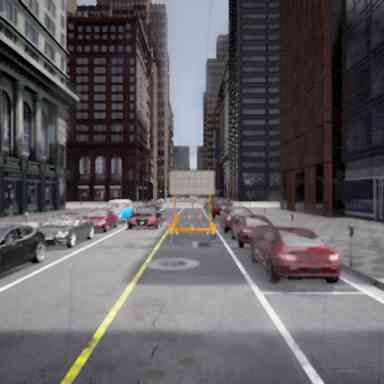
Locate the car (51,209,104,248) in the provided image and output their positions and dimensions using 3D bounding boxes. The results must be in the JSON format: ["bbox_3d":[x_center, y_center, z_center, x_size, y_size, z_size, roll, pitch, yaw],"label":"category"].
[{"bbox_3d":[-5.751,1.658,15.210,2.008,1.369,4.403,0,0,0],"label":"car"}]

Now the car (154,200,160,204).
[{"bbox_3d":[-5.724,1.885,43.393,1.947,1.339,4.313,0,0,0],"label":"car"}]

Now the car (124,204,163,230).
[{"bbox_3d":[-3.077,1.724,22.494,1.994,1.385,4.181,0,0,0],"label":"car"}]

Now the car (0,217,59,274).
[{"bbox_3d":[-5.756,1.633,9.574,1.947,1.339,4.313,0,0,0],"label":"car"}]

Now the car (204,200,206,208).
[{"bbox_3d":[2.795,1.590,37.753,2.192,1.841,5.009,0,0,0],"label":"car"}]

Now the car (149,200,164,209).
[{"bbox_3d":[-5.713,1.959,54.666,2.008,1.369,4.403,0,0,0],"label":"car"}]

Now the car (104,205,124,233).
[{"bbox_3d":[-5.745,1.730,20.847,1.802,1.307,4.206,0,0,0],"label":"car"}]

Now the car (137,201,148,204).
[{"bbox_3d":[-5.735,1.756,31.950,1.752,1.417,4.829,0,0,0],"label":"car"}]

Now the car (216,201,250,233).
[{"bbox_3d":[2.779,1.588,20.844,1.967,1.590,4.097,0,0,0],"label":"car"}]

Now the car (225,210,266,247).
[{"bbox_3d":[2.774,1.689,15.208,1.802,1.307,4.206,0,0,0],"label":"car"}]

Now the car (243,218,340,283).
[{"bbox_3d":[2.769,1.649,9.571,1.802,1.307,4.206,0,0,0],"label":"car"}]

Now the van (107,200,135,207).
[{"bbox_3d":[-5.741,1.531,26.485,1.690,1.788,3.998,0,0,0],"label":"van"}]

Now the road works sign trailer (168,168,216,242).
[{"bbox_3d":[0.016,0.585,17.107,2.380,3.560,2.880,0,0,0],"label":"road works sign trailer"}]

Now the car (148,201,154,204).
[{"bbox_3d":[-5.729,1.857,37.756,1.802,1.307,4.206,0,0,0],"label":"car"}]

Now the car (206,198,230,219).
[{"bbox_3d":[2.789,1.547,32.116,2.192,1.841,5.009,0,0,0],"label":"car"}]

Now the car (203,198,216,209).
[{"bbox_3d":[2.812,1.849,54.660,1.967,1.590,4.097,0,0,0],"label":"car"}]

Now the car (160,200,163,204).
[{"bbox_3d":[-5.718,1.930,49.029,1.947,1.339,4.313,0,0,0],"label":"car"}]
